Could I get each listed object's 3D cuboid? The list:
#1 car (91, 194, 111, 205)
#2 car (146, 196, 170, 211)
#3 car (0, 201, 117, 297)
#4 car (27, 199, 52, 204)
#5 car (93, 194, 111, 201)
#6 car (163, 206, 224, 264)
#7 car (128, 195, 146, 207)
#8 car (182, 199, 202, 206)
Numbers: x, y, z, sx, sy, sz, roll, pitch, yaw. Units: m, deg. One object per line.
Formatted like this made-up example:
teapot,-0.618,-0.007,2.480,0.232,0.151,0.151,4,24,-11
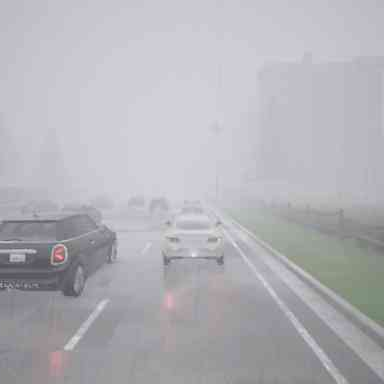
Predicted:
car,-14.114,1.122,51.975,1.837,1.490,4.892,0,0,0
car,-3.525,1.238,36.412,1.837,1.490,4.892,0,1,0
car,-3.398,1.288,8.598,2.097,1.767,4.553,0,0,0
car,-13.996,1.337,30.877,1.994,1.385,4.181,0,0,0
car,-10.541,1.276,39.168,1.994,1.385,4.181,0,0,0
car,0.052,1.440,11.398,1.812,1.442,4.674,0,1,0
car,-7.063,1.188,43.161,1.837,1.490,4.892,0,1,0
car,-0.007,1.362,32.405,1.895,1.301,4.718,0,0,0
